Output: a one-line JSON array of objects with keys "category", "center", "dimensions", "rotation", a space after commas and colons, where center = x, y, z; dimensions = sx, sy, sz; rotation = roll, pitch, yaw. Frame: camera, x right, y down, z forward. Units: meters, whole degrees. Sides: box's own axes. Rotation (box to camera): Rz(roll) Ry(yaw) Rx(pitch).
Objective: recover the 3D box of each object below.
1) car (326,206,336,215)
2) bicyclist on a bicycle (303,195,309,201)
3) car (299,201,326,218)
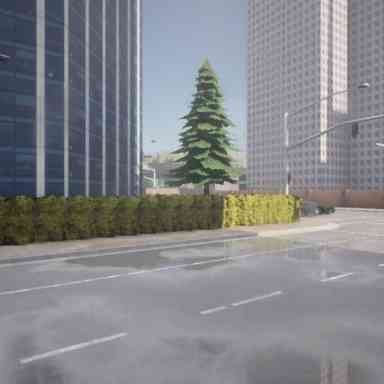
[{"category": "car", "center": [11.755, 1.601, 33.123], "dimensions": [1.895, 1.301, 4.718], "rotation": [0, 0, -36]}, {"category": "bicyclist on a bicycle", "center": [16.302, 1.301, 47.409], "dimensions": [1.656, 1.620, 0.582], "rotation": [0, 0, -35]}, {"category": "car", "center": [9.313, 1.505, 30.472], "dimensions": [1.837, 1.490, 4.892], "rotation": [0, 0, -35]}]
